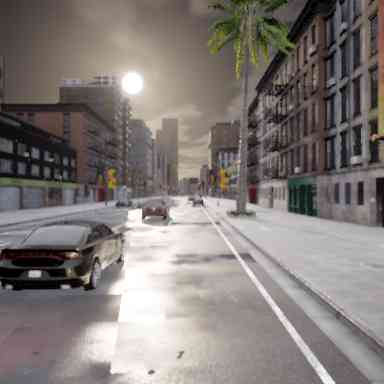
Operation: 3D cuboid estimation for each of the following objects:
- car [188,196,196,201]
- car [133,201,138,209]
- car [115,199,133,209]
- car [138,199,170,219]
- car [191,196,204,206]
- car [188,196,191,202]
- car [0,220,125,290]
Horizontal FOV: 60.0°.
[{"bbox_3d":[-0.004,1.712,92.152,2.033,1.411,5.357,0,0,0],"label":"car"},{"bbox_3d":[-6.581,1.649,46.652,1.812,1.442,4.674,0,0,0],"label":"car"},{"bbox_3d":[-9.815,1.676,48.639,2.033,1.411,5.357,0,0,0],"label":"car"},{"bbox_3d":[-3.152,1.429,29.612,2.097,1.767,4.553,0,0,0],"label":"car"},{"bbox_3d":[1.135,1.678,57.946,1.812,1.442,4.674,0,0,0],"label":"car"},{"bbox_3d":[-0.002,1.606,77.278,1.895,1.301,4.718,0,0,0],"label":"car"},{"bbox_3d":[-3.151,1.501,9.148,1.882,1.535,5.008,0,0,0],"label":"car"}]
